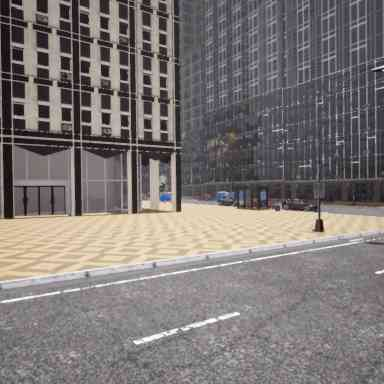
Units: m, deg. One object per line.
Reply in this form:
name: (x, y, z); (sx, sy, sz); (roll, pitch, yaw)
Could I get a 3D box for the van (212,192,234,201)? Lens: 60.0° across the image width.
van: (5.865, 0.855, 59.328); (1.690, 1.788, 3.998); (0, 1, -34)

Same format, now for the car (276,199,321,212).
car: (11.642, 1.424, 35.755); (1.947, 1.339, 4.313); (0, 1, -34)

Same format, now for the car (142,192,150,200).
car: (-10.664, 1.040, 68.700); (2.008, 1.369, 4.403); (0, 1, -34)

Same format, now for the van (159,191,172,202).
van: (-4.260, 0.937, 59.305); (1.690, 1.788, 3.998); (0, 1, -34)

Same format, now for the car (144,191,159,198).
car: (-10.143, 0.686, 82.809); (1.967, 1.590, 4.097); (0, 1, -34)

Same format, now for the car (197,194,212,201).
car: (2.664, 1.043, 64.027); (1.802, 1.307, 4.206); (0, 1, -34)

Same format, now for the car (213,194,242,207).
car: (5.300, 1.319, 45.192); (1.947, 1.339, 4.313); (0, 1, -34)

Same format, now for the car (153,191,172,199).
car: (-6.941, 0.615, 78.112); (2.192, 1.841, 5.009); (0, 1, -34)

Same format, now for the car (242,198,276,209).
car: (8.454, 1.388, 40.463); (1.802, 1.307, 4.206); (0, 1, -34)
